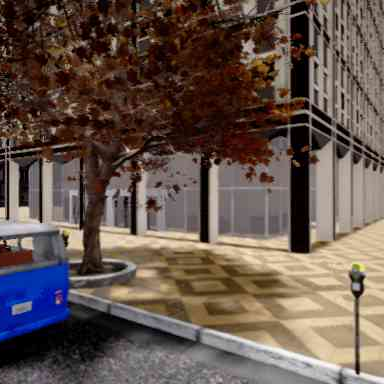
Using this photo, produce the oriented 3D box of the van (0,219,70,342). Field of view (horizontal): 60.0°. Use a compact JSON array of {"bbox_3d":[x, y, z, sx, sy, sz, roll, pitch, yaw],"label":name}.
[{"bbox_3d":[-3.804,1.335,5.593,3.998,1.788,1.690,0,0,36],"label":"van"}]
